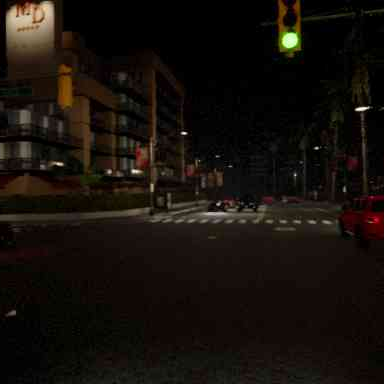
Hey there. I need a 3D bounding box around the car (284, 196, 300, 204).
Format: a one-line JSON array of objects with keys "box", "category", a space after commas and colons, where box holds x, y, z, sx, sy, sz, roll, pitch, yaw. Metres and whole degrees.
[{"box": [19.369, 1.615, 63.933, 1.895, 1.301, 4.718, -1, 0, 9], "category": "car"}]

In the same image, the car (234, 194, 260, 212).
[{"box": [6.753, 1.298, 40.283, 2.150, 2.045, 5.566, -1, 0, 13], "category": "car"}]

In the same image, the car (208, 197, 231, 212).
[{"box": [3.177, 1.685, 40.345, 1.994, 1.385, 4.181, -1, 0, 13], "category": "car"}]

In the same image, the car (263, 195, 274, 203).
[{"box": [17.103, 1.441, 75.026, 2.097, 1.767, 4.553, -1, 0, 1], "category": "car"}]

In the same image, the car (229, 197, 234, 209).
[{"box": [5.086, 1.481, 48.497, 2.097, 1.767, 4.553, -1, 0, 13], "category": "car"}]

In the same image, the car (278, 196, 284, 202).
[{"box": [20.565, 1.565, 74.163, 2.128, 1.511, 4.902, -1, 0, 1], "category": "car"}]

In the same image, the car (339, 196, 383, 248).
[{"box": [8.004, 1.180, 14.515, 2.150, 2.045, 5.566, -1, 0, 13], "category": "car"}]

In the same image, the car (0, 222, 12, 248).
[{"box": [-9.916, 1.656, 14.005, 5.008, 1.535, 1.882, -1, -1, 23], "category": "car"}]

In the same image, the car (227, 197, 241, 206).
[{"box": [7.385, 1.644, 58.296, 1.837, 1.490, 4.892, -1, 0, 13], "category": "car"}]
